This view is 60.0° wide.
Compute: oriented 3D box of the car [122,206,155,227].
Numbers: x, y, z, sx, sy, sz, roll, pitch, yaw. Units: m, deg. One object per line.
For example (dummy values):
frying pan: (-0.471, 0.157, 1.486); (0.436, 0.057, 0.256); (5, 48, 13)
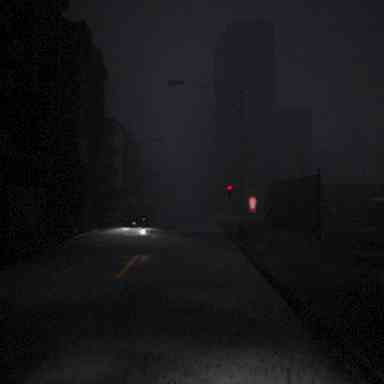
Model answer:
car: (-4.021, 1.827, 25.788); (2.033, 1.411, 5.357); (0, -1, 0)

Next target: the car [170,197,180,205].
car: (-4.012, 2.285, 78.257); (2.150, 2.045, 5.566); (0, -1, 0)
